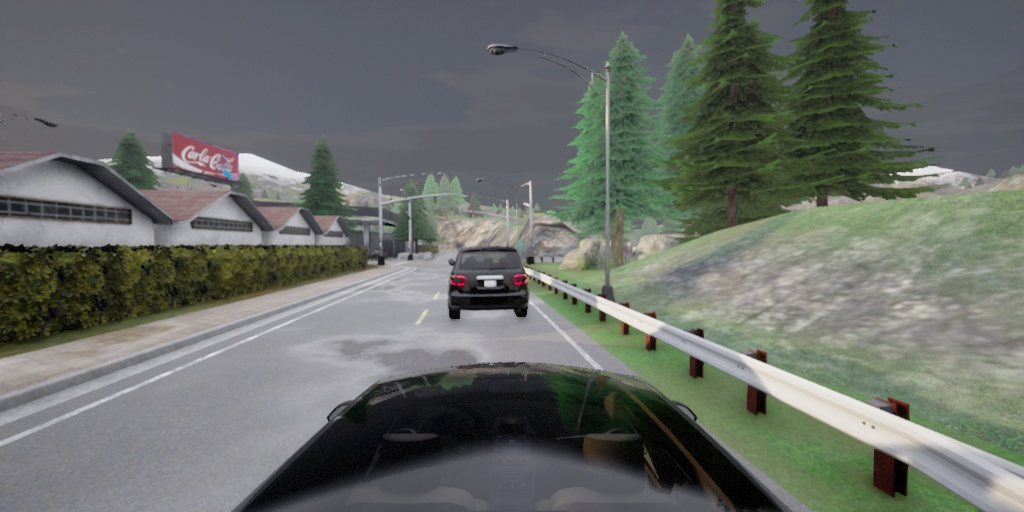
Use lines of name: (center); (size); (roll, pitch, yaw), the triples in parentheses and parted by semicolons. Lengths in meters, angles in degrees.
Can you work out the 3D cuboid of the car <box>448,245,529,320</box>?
car: (-0.840, 0.681, 11.472); (2.150, 2.045, 5.566); (-1, 2, -7)
